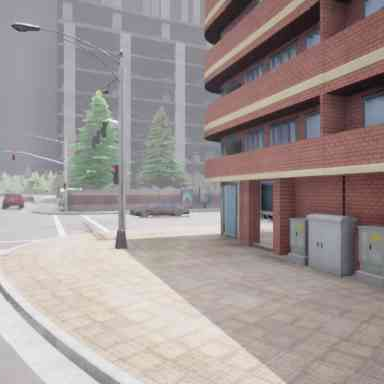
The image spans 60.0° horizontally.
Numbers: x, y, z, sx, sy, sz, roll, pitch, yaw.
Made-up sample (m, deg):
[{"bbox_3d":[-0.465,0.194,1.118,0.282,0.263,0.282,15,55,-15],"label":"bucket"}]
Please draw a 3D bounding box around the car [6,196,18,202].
[{"bbox_3d":[-41.138,1.540,76.144,2.033,1.411,5.357,0,0,-23],"label":"car"}]

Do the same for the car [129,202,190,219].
[{"bbox_3d":[-2.876,1.603,30.115,5.357,1.411,2.033,0,0,-22],"label":"car"}]

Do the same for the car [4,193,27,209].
[{"bbox_3d":[-24.579,1.221,46.136,2.150,2.045,5.566,0,0,-23],"label":"car"}]

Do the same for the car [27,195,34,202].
[{"bbox_3d":[-38.149,1.524,78.064,1.812,1.442,4.674,0,0,-23],"label":"car"}]
